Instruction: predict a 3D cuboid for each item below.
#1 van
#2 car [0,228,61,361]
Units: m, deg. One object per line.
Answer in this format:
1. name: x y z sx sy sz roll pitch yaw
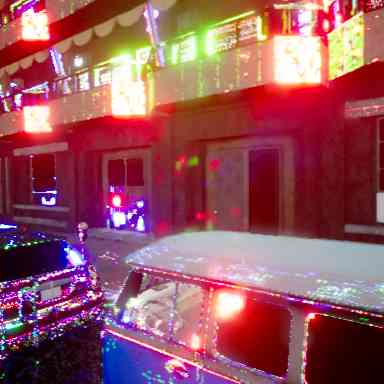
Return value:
1. van: 1.088 1.257 2.138 3.998 1.788 1.690 1 2 36
2. car: -3.370 1.311 5.415 4.097 1.590 1.967 1 2 36
